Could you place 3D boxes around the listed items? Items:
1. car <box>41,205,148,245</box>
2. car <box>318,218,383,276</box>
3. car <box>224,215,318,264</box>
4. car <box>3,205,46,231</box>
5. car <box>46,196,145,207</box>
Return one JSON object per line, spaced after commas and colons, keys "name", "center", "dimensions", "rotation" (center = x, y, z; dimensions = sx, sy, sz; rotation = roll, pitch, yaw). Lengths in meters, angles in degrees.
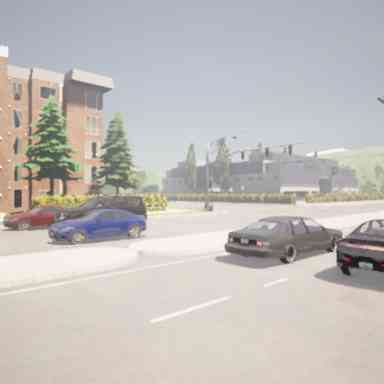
{"name": "car", "center": [-4.298, 1.547, 15.807], "dimensions": [4.674, 1.442, 1.812], "rotation": [0, 0, -42]}
{"name": "car", "center": [5.805, 1.489, 9.292], "dimensions": [4.902, 1.511, 2.128], "rotation": [0, 0, -42]}
{"name": "car", "center": [3.479, 1.552, 11.909], "dimensions": [5.357, 1.411, 2.033], "rotation": [0, 0, -42]}
{"name": "car", "center": [-9.161, 1.560, 20.846], "dimensions": [4.674, 1.442, 1.812], "rotation": [0, 0, -42]}
{"name": "car", "center": [-5.233, 1.246, 19.690], "dimensions": [5.566, 2.045, 2.150], "rotation": [0, 0, -42]}
